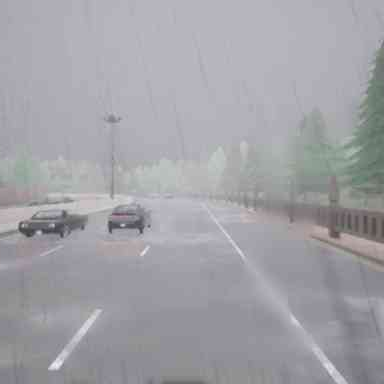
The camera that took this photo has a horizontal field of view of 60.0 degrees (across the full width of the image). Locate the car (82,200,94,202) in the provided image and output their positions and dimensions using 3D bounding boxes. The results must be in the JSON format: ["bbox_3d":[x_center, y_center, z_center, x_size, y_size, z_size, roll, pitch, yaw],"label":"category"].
[{"bbox_3d":[-14.088,1.281,46.773,1.882,1.535,5.008,0,0,0],"label":"car"}]

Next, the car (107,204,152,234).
[{"bbox_3d":[-3.391,1.412,18.748,2.128,1.511,4.902,0,0,0],"label":"car"}]

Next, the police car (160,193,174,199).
[{"bbox_3d":[-6.243,1.054,88.157,1.930,1.638,5.238,0,0,-21],"label":"police car"}]

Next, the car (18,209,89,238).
[{"bbox_3d":[-6.891,1.528,17.195,1.895,1.301,4.718,0,0,0],"label":"car"}]

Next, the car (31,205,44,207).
[{"bbox_3d":[-21.073,1.368,46.752,1.994,1.385,4.181,0,0,0],"label":"car"}]

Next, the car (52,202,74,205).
[{"bbox_3d":[-17.581,1.290,44.805,1.882,1.535,5.008,0,0,0],"label":"car"}]
